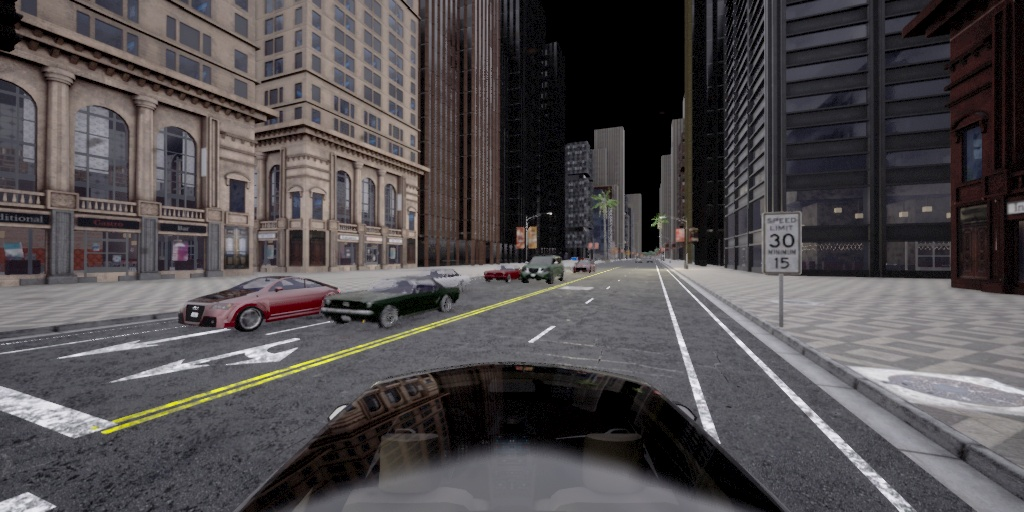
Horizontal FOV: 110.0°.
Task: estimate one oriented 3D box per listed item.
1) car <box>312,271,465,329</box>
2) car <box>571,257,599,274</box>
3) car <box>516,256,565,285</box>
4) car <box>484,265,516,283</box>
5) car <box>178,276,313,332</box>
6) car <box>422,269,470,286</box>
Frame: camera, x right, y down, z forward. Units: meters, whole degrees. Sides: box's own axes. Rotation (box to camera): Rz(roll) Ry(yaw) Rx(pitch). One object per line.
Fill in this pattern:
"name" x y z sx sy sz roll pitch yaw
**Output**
"car" -3.617 1.352 11.607 1.895 1.301 4.718 0 0 22
"car" 8.546 1.181 42.159 2.097 1.767 4.553 0 0 22
"car" 2.440 0.986 26.934 2.150 2.045 5.566 0 -1 21
"car" -0.479 1.362 28.401 1.895 1.301 4.718 0 0 22
"car" -7.352 1.315 10.985 1.994 1.385 4.181 0 0 22
"car" -4.139 1.355 19.136 1.895 1.301 4.718 0 0 22
